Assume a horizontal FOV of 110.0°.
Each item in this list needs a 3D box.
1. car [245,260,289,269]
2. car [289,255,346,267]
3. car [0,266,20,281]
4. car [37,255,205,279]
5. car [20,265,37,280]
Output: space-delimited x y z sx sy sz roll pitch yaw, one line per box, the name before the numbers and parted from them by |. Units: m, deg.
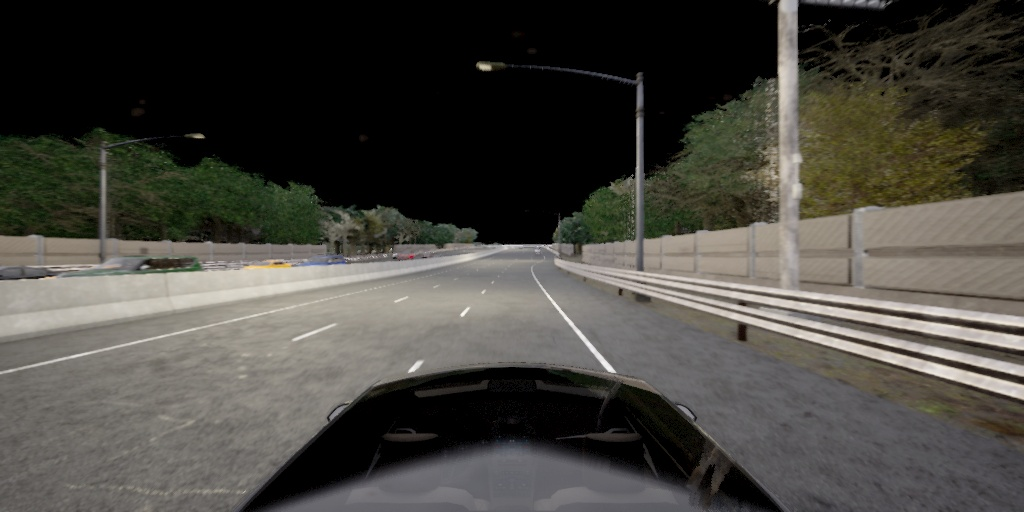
car | -24.106 1.187 35.603 1.882 1.535 5.008 0 0 2
car | -17.204 0.963 32.658 2.150 2.045 5.566 0 0 2
car | -24.498 1.228 17.153 1.882 1.535 5.008 0 0 1
car | -17.507 0.984 16.882 2.150 2.045 5.566 0 0 1
car | -20.978 1.235 18.578 1.882 1.535 5.008 0 0 1
